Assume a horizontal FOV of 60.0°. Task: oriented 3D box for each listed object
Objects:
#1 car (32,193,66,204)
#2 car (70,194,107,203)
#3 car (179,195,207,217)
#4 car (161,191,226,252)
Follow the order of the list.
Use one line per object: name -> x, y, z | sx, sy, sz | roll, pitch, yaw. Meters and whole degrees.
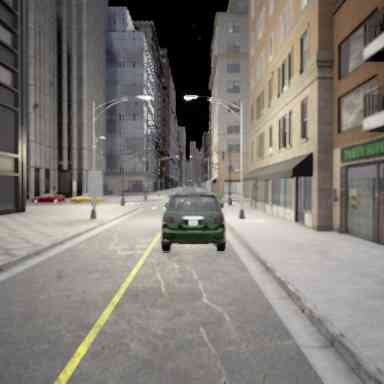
car -> -19.853, 0.874, 46.130 | 4.507, 1.381, 1.887 | -1, 1, 0
car -> -14.399, 0.799, 46.161 | 4.829, 1.417, 1.752 | -1, 1, 0
car -> 0.095, 1.033, 26.704 | 2.033, 1.411, 5.357 | 0, 1, 0
car -> 0.087, 0.975, 12.798 | 2.150, 2.045, 5.566 | 0, 1, 1
